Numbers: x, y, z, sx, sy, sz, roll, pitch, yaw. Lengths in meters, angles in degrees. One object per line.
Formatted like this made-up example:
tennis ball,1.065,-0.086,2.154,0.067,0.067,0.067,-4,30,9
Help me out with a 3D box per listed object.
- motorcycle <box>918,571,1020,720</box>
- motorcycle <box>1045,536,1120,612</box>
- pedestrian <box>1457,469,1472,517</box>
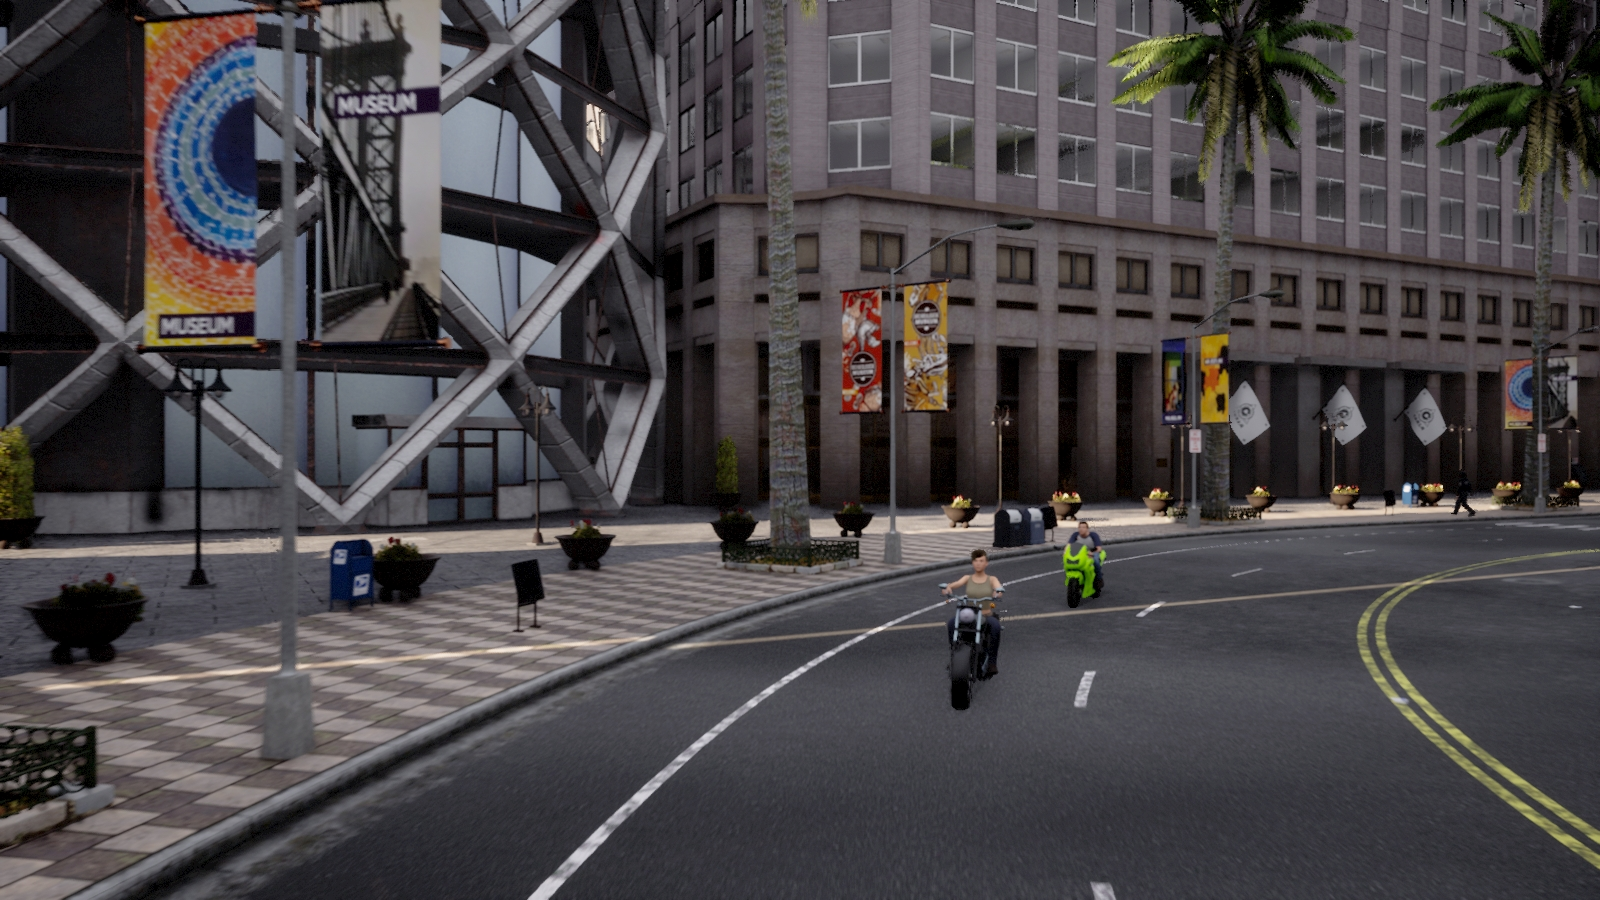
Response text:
motorcycle,1.990,2.170,13.163,0.764,1.277,2.356,1,0,18
motorcycle,5.140,2.214,20.714,0.803,1.145,2.033,0,0,29
pedestrian,26.279,1.704,45.175,0.375,1.860,0.375,0,0,-34
